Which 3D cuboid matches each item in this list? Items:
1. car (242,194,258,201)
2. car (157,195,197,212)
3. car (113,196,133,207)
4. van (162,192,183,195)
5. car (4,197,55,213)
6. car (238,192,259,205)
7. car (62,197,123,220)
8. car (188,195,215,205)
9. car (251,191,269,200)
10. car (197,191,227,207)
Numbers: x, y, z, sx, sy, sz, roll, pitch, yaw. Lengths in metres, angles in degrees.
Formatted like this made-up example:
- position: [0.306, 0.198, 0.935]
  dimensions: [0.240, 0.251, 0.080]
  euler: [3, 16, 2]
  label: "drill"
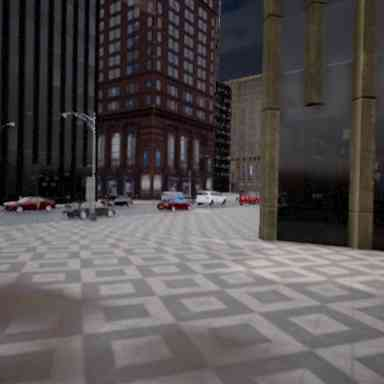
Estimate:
- position: [12.261, 1.096, 70.100]
  dimensions: [1.802, 1.307, 4.206]
  euler: [2, 1, 35]
  label: "car"
- position: [-1.816, 1.326, 35.009]
  dimensions: [1.887, 1.381, 4.507]
  euler: [2, 1, 35]
  label: "car"
- position: [-8.961, 1.133, 39.662]
  dimensions: [1.947, 1.339, 4.313]
  euler: [2, 1, 35]
  label: "car"
- position: [-2.893, 0.893, 48.355]
  dimensions: [1.690, 1.788, 3.998]
  euler: [2, 1, 35]
  label: "van"
- position: [-15.023, 1.133, 30.967]
  dimensions: [1.887, 1.381, 4.507]
  euler: [2, 1, 35]
  label: "car"
- position: [8.873, 0.984, 49.727]
  dimensions: [2.150, 2.045, 5.566]
  euler: [2, 1, 35]
  label: "car"
- position: [-7.991, 1.353, 26.151]
  dimensions: [2.008, 1.369, 4.403]
  euler: [2, 1, 35]
  label: "car"
- position: [1.432, 1.180, 49.820]
  dimensions: [1.994, 1.385, 4.181]
  euler: [2, 1, 36]
  label: "car"
- position: [15.298, 0.820, 74.444]
  dimensions: [2.192, 1.841, 5.009]
  euler: [2, 1, 35]
  label: "car"
- position: [2.793, 0.914, 46.382]
  dimensions: [2.150, 2.045, 5.566]
  euler: [2, 1, 35]
  label: "car"
